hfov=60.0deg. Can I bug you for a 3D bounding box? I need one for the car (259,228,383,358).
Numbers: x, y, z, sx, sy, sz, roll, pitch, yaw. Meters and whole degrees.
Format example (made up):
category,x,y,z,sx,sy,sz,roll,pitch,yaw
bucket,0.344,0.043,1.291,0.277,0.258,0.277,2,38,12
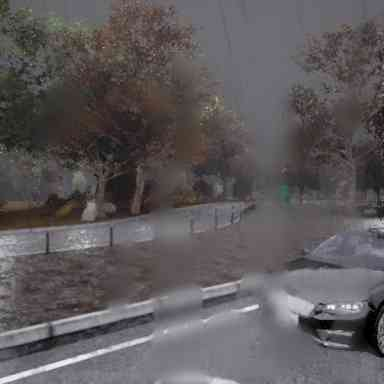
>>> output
category,x,y,z,sx,sy,sz,roll,pitch,yaw
car,3.315,1.457,6.025,4.902,1.511,2.128,0,0,-35
